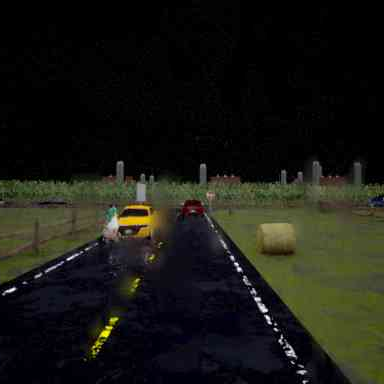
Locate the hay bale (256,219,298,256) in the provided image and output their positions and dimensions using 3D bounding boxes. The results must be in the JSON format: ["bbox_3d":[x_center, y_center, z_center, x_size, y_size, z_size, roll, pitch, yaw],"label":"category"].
[{"bbox_3d":[3.113,1.657,12.350,1.220,1.180,1.240,-1,-1,0],"label":"hay bale"}]

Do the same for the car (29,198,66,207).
[{"bbox_3d":[-20.693,1.486,47.754,4.718,1.301,1.895,0,-1,0],"label":"car"}]

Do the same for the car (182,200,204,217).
[{"bbox_3d":[0.066,1.478,31.009,1.882,1.535,5.008,0,0,0],"label":"car"}]

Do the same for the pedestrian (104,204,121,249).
[{"bbox_3d":[-3.139,1.295,13.147,0.375,1.860,0.375,1,-1,-3],"label":"pedestrian"}]

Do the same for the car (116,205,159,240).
[{"bbox_3d":[-2.850,1.480,17.353,1.882,1.535,5.008,0,0,0],"label":"car"}]

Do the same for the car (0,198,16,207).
[{"bbox_3d":[-26.770,1.344,44.793,5.357,1.411,2.033,0,-1,0],"label":"car"}]

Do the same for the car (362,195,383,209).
[{"bbox_3d":[27.419,1.474,47.462,5.566,2.045,2.150,0,-1,0],"label":"car"}]
